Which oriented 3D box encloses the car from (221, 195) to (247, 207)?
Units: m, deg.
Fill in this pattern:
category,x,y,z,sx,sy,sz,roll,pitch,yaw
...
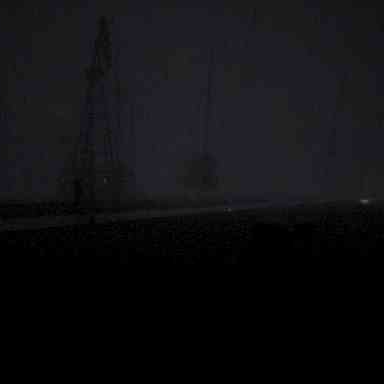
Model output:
category,x,y,z,sx,sy,sz,roll,pitch,yaw
car,5.960,1.179,46.782,1.882,1.535,5.008,1,1,38
